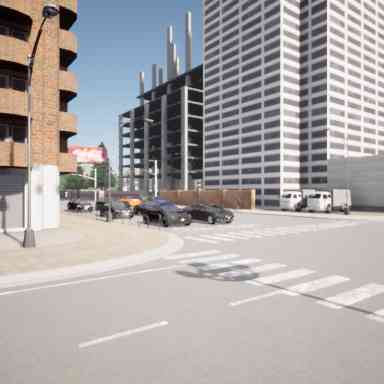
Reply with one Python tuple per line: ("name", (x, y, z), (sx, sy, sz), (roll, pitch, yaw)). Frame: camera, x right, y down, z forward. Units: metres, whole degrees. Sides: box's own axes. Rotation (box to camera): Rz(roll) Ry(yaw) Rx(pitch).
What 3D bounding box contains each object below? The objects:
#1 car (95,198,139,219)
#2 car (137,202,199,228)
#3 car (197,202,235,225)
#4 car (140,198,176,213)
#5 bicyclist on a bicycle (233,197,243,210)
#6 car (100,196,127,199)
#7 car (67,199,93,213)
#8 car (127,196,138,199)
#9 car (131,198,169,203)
("car", (-6.924, 1.584, 30.246), (1.812, 1.442, 4.674), (0, 0, -36))
("car", (-1.767, 1.622, 23.179), (1.994, 1.385, 4.181), (0, 0, -36))
("car", (1.141, 1.564, 25.132), (1.837, 1.490, 4.892), (0, 0, -36))
("car", (-4.034, 1.537, 38.457), (1.882, 1.535, 5.008), (0, 0, -36))
("bicyclist on a bicycle", (5.425, 1.362, 39.560), (1.656, 1.620, 0.582), (0, 0, -36))
("car", (-10.119, 1.411, 40.543), (2.097, 1.767, 4.553), (0, 0, -36))
("car", (-13.039, 1.550, 38.610), (2.128, 1.511, 4.902), (0, 0, -36))
("car", (-9.844, 1.412, 52.138), (2.097, 1.767, 4.553), (0, 0, -36))
("car", (-4.116, 1.623, 32.321), (1.994, 1.385, 4.181), (0, 0, -36))
